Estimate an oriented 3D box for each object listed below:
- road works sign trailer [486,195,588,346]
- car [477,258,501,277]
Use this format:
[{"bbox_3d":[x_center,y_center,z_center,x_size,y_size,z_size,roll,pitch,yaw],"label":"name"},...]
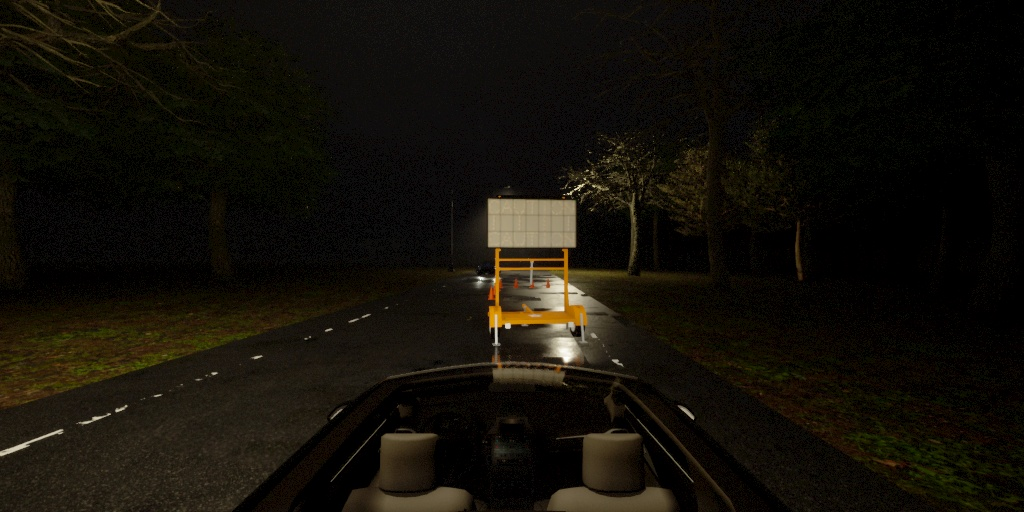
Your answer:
[{"bbox_3d":[0.504,0.212,9.513,2.380,3.560,2.880,0,0,-6],"label":"road works sign trailer"},{"bbox_3d":[-2.293,1.117,36.051,2.097,1.767,4.553,0,0,2],"label":"car"}]
